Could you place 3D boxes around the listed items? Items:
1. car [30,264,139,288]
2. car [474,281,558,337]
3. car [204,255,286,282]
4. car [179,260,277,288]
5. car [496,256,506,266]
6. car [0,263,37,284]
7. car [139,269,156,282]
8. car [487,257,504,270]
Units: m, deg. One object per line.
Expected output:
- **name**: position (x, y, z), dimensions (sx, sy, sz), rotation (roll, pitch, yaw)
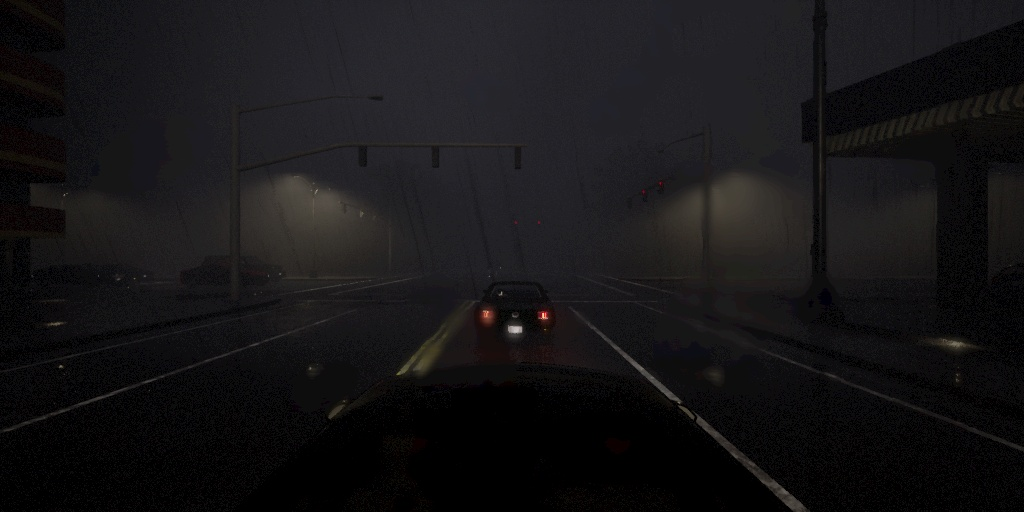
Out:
- **car**: position (-27.830, 1.241, 23.164), dimensions (4.902, 1.511, 2.128), rotation (0, 0, 1)
- **car**: position (0.099, 1.351, 10.218), dimensions (1.895, 1.301, 4.718), rotation (0, 0, 0)
- **car**: position (-19.887, 0.971, 26.537), dimensions (5.566, 2.045, 2.150), rotation (0, 0, 1)
- **car**: position (-18.327, 1.228, 22.989), dimensions (5.008, 1.535, 1.882), rotation (0, 0, 1)
- **car**: position (-2.586, 1.241, 64.147), dimensions (2.128, 1.511, 4.902), rotation (0, 0, 1)
- **car**: position (-39.135, 1.276, 26.877), dimensions (4.674, 1.442, 1.812), rotation (0, 0, 1)
- **car**: position (-29.305, 1.314, 26.688), dimensions (4.181, 1.385, 1.994), rotation (0, 0, 0)
- **car**: position (-2.709, 1.241, 53.963), dimensions (2.128, 1.511, 4.902), rotation (0, 0, 1)
